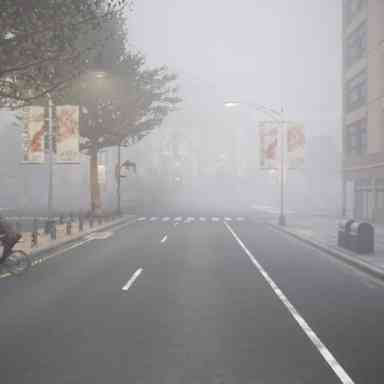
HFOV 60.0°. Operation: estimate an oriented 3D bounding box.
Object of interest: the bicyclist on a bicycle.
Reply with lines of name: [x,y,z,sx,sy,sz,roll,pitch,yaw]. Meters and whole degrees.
bicyclist on a bicycle: [-5.119,1.407,8.907,1.656,1.620,0.582,4,0,2]
